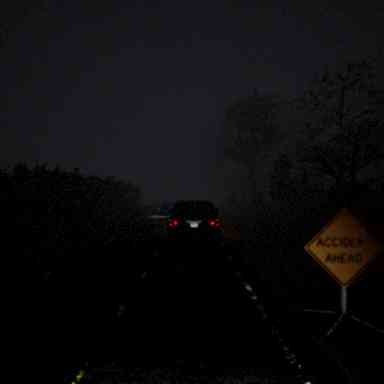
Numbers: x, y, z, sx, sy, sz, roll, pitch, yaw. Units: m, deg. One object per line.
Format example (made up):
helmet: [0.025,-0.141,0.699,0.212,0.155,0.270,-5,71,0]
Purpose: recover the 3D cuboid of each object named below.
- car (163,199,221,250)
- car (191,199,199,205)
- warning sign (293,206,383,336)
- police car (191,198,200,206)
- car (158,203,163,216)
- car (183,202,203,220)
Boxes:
car: [0.086,1.381,15.285,2.150,2.045,5.566,0,-1,0]
car: [0.788,2.505,85.372,1.837,1.490,4.892,0,-1,0]
warning sign: [2.451,1.170,5.376,1.300,1.860,1.060,0,0,0]
police car: [0.793,2.295,75.484,1.930,1.638,5.238,0,-1,0]
car: [-2.860,1.904,39.155,1.882,1.535,5.008,0,-1,0]
car: [0.081,1.835,33.087,1.882,1.535,5.008,0,-1,0]
